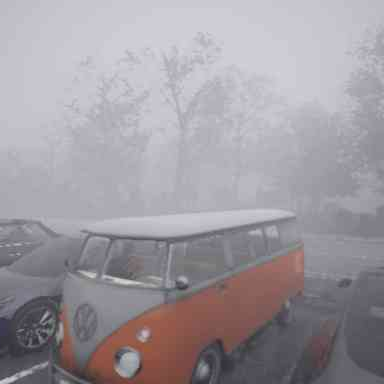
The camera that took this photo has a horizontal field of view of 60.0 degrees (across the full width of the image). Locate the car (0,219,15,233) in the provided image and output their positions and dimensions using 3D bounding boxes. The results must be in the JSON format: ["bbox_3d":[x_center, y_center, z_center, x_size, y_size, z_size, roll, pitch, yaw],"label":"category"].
[{"bbox_3d":[-4.314,1.432,8.184,2.185,1.767,4.553,-1,0,35],"label":"car"}]

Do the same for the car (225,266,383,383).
[{"bbox_3d":[2.501,1.508,3.398,2.163,1.488,4.792,-1,0,35],"label":"car"}]

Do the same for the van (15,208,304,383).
[{"bbox_3d":[0.154,1.278,4.892,1.878,1.987,4.442,-1,0,35],"label":"van"}]

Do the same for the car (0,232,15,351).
[{"bbox_3d":[-2.054,1.559,6.574,2.163,1.488,4.792,-1,0,36],"label":"car"}]
